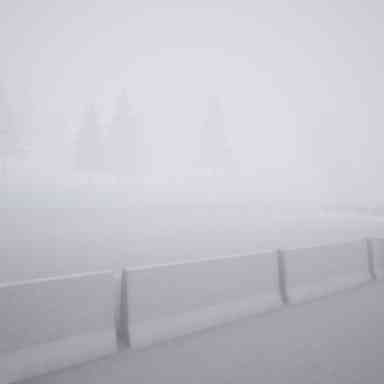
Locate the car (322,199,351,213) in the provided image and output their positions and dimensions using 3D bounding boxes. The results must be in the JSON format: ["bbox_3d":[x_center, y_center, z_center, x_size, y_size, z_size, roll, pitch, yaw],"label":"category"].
[{"bbox_3d":[16.499,1.466,36.314,5.357,1.411,2.033,0,1,-34],"label":"car"}]

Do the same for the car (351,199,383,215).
[{"bbox_3d":[18.405,1.466,33.378,4.674,1.442,1.812,0,0,-34],"label":"car"}]
